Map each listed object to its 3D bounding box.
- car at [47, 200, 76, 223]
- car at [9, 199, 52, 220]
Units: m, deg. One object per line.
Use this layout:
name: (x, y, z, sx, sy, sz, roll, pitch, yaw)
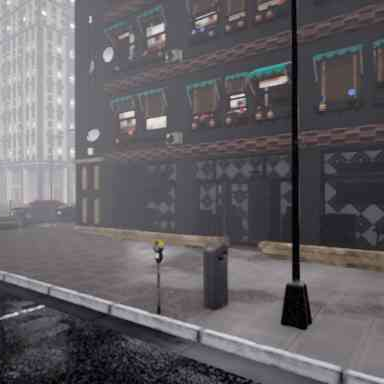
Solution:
car: (-7.215, 1.326, 22.801, 1.947, 1.339, 4.313, 1, 1, 35)
car: (-11.852, 1.324, 26.293, 1.812, 1.442, 4.674, 0, 1, 35)
